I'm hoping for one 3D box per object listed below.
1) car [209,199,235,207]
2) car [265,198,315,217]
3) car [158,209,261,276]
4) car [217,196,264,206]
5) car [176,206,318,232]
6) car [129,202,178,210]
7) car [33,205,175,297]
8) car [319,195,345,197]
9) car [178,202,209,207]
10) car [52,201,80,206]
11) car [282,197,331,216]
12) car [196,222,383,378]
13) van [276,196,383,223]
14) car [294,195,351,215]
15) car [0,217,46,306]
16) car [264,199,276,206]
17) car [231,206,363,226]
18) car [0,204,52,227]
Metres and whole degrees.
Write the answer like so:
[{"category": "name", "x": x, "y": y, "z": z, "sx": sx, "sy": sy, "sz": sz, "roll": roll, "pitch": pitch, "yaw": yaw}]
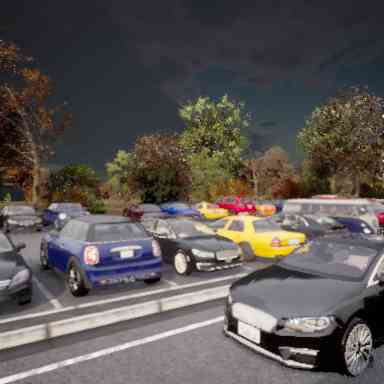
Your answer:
[{"category": "car", "x": 0.856, "y": 1.585, "z": 28.005, "sx": 1.946, "sy": 1.575, "sz": 5.366, "roll": 0, "pitch": 0, "yaw": -35}, {"category": "car", "x": 10.027, "y": 1.505, "z": 34.331, "sx": 2.185, "sy": 1.767, "sz": 4.553, "roll": 0, "pitch": 0, "yaw": -35}, {"category": "car", "x": -0.432, "y": 1.546, "z": 10.825, "sx": 2.231, "sy": 1.521, "sz": 4.892, "roll": 0, "pitch": 0, "yaw": -35}, {"category": "car", "x": 3.218, "y": 1.348, "z": 29.490, "sx": 2.435, "sy": 2.045, "sz": 5.566, "roll": 0, "pitch": 0, "yaw": -35}, {"category": "car", "x": 1.733, "y": 1.553, "z": 12.583, "sx": 1.946, "sy": 1.575, "sz": 5.366, "roll": 0, "pitch": 0, "yaw": -35}, {"category": "car", "x": -3.459, "y": 1.597, "z": 24.675, "sx": 2.163, "sy": 1.488, "sz": 4.792, "roll": 0, "pitch": 0, "yaw": -35}, {"category": "car", "x": -2.680, "y": 1.408, "z": 9.182, "sx": 2.185, "sy": 1.767, "sz": 4.553, "roll": 0, "pitch": 0, "yaw": -35}, {"category": "car", "x": 8.664, "y": 1.338, "z": 17.245, "sx": 2.435, "sy": 2.045, "sz": 5.566, "roll": 0, "pitch": 0, "yaw": -35}, {"category": "car", "x": -1.208, "y": 1.578, "z": 26.318, "sx": 2.097, "sy": 1.535, "sz": 5.008, "roll": 0, "pitch": 0, "yaw": -35}, {"category": "car", "x": -8.033, "y": 1.419, "z": 21.500, "sx": 2.185, "sy": 1.767, "sz": 4.553, "roll": 0, "pitch": 0, "yaw": -35}, {"category": "car", "x": 12.297, "y": 1.515, "z": 35.944, "sx": 2.185, "sy": 1.767, "sz": 4.553, "roll": 0, "pitch": 0, "yaw": -35}, {"category": "car", "x": 2.708, "y": 1.514, "z": 5.627, "sx": 4.902, "sy": 1.511, "sz": 2.128, "roll": 0, "pitch": 0, "yaw": -36}, {"category": "van", "x": 6.446, "y": 1.353, "z": 15.561, "sx": 1.878, "sy": 1.987, "sz": 4.442, "roll": 0, "pitch": 0, "yaw": -35}, {"category": "car", "x": 14.671, "y": 1.400, "z": 37.628, "sx": 2.435, "sy": 2.045, "sz": 5.566, "roll": 0, "pitch": 0, "yaw": -35}, {"category": "car", "x": -4.969, "y": 1.561, "z": 7.597, "sx": 2.002, "sy": 1.452, "sz": 4.674, "roll": 0, "pitch": 0, "yaw": -35}, {"category": "car", "x": 5.624, "y": 1.484, "z": 31.126, "sx": 2.185, "sy": 1.767, "sz": 4.553, "roll": 0, "pitch": 0, "yaw": -35}, {"category": "car", "x": 4.113, "y": 1.569, "z": 14.038, "sx": 2.231, "sy": 1.521, "sz": 4.892, "roll": 0, "pitch": 0, "yaw": -35}, {"category": "car", "x": -10.290, "y": 1.535, "z": 19.866, "sx": 2.231, "sy": 1.521, "sz": 4.892, "roll": 0, "pitch": 0, "yaw": -35}]
